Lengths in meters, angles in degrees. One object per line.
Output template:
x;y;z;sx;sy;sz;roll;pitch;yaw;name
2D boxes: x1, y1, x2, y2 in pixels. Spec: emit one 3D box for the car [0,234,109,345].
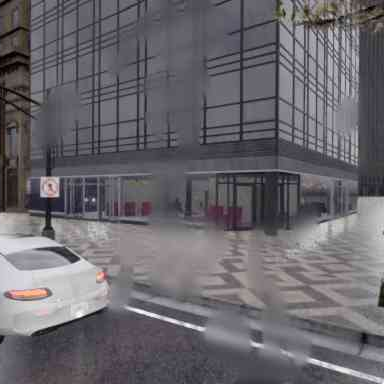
-3.522;1.524;6.190;4.674;1.442;1.812;0;0;35;car
